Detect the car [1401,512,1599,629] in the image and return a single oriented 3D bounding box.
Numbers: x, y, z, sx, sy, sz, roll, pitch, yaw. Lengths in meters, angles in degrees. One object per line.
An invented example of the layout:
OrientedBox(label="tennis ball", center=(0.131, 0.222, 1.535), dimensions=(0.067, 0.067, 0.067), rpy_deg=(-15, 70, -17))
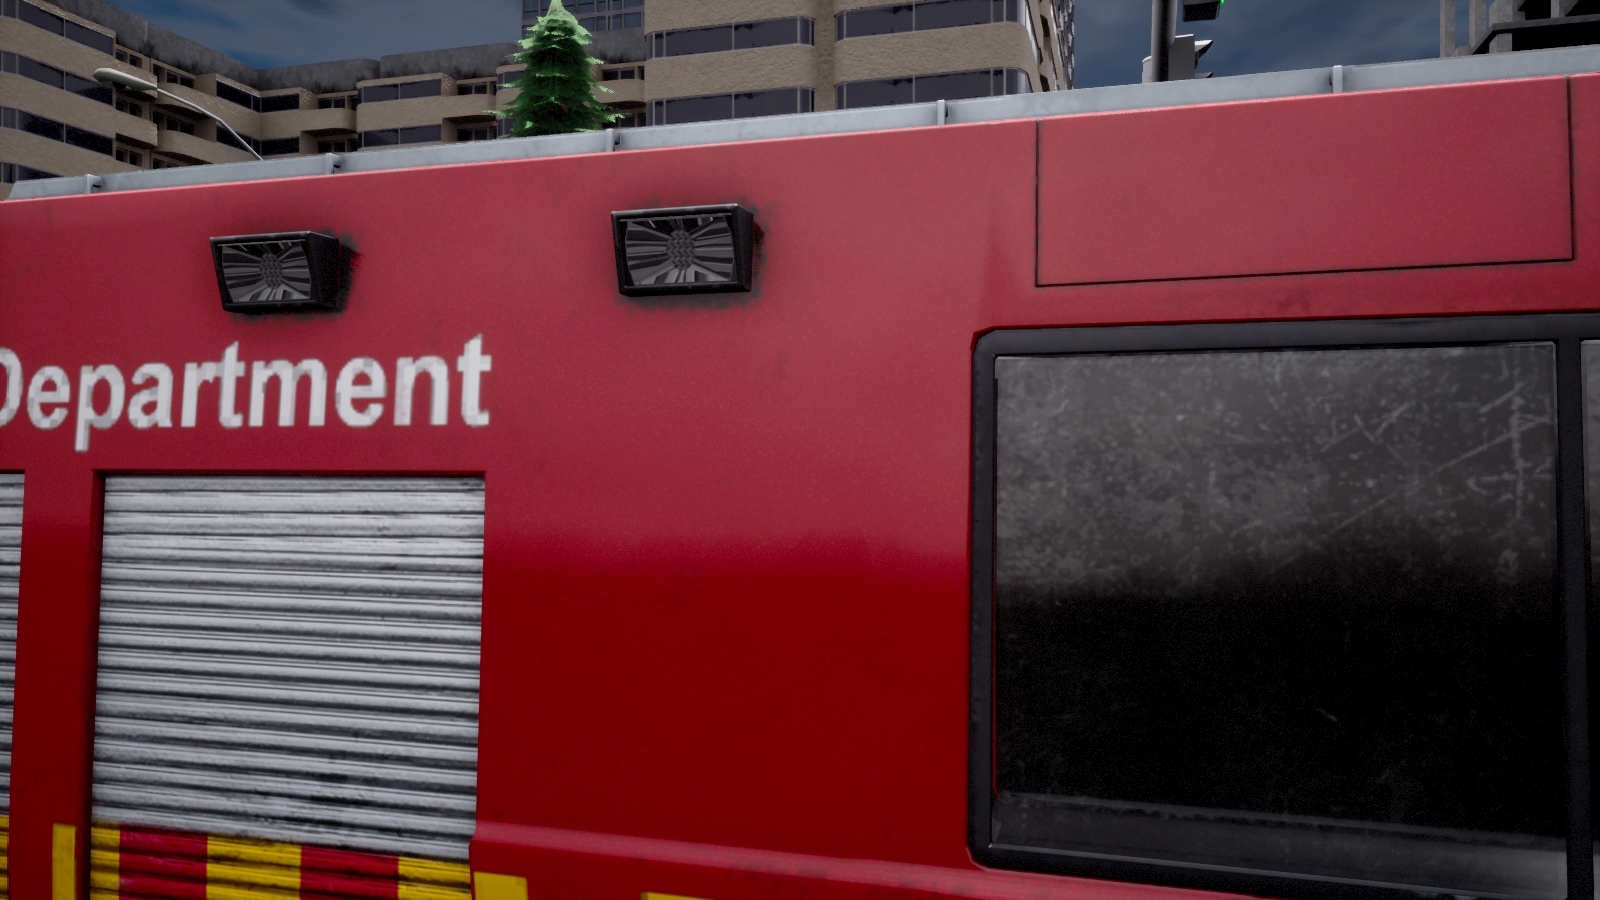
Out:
OrientedBox(label="car", center=(12.484, 2.037, 20.491), dimensions=(2.038, 1.542, 4.974), rpy_deg=(0, 0, 16))

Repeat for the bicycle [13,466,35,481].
OrientedBox(label="bicycle", center=(-68.913, 2.102, 101.432), dimensions=(1.487, 1.276, 0.859), rpy_deg=(0, 0, 16))
